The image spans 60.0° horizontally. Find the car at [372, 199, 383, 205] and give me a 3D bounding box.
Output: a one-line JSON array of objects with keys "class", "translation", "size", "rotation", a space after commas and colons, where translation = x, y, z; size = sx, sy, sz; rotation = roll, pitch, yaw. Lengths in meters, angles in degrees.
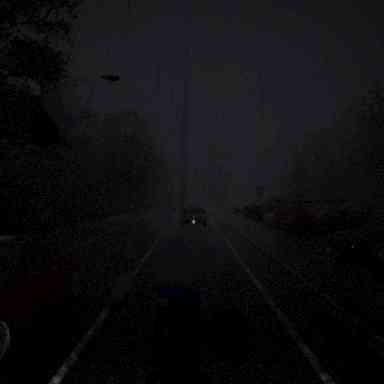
[{"class": "car", "translation": [19.992, 1.690, 30.531], "size": [5.366, 1.575, 1.946], "rotation": [0, -1, 0]}]

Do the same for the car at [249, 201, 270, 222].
[{"class": "car", "translation": [7.120, 1.672, 25.213], "size": [4.792, 1.488, 2.163], "rotation": [0, -1, 0]}]

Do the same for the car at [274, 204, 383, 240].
[{"class": "car", "translation": [7.086, 1.565, 16.885], "size": [5.008, 1.535, 2.097], "rotation": [0, -1, 0]}]

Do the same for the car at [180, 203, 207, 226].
[{"class": "car", "translation": [0.113, 1.753, 24.718], "size": [1.895, 1.301, 4.718], "rotation": [0, -1, 0]}]

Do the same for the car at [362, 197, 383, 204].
[{"class": "car", "translation": [20.208, 1.473, 33.303], "size": [5.566, 2.045, 2.435], "rotation": [0, -1, 0]}]

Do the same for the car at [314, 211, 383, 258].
[{"class": "car", "translation": [7.044, 1.543, 11.334], "size": [4.792, 1.488, 2.163], "rotation": [0, -1, 0]}]

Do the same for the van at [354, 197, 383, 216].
[{"class": "van", "translation": [20.302, 1.542, 36.194], "size": [4.442, 1.987, 1.878], "rotation": [0, -1, 0]}]

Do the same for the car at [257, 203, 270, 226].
[{"class": "car", "translation": [7.090, 1.656, 22.437], "size": [4.674, 1.452, 2.002], "rotation": [0, -1, 0]}]

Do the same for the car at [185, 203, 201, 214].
[{"class": "car", "translation": [0.124, 2.022, 41.861], "size": [1.895, 1.301, 4.718], "rotation": [0, -1, 0]}]

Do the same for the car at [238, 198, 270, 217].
[{"class": "car", "translation": [7.066, 1.416, 27.992], "size": [5.566, 2.045, 2.435], "rotation": [0, -1, 0]}]

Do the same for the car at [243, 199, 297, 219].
[{"class": "car", "translation": [7.129, 1.570, 30.762], "size": [4.553, 1.767, 2.185], "rotation": [0, -1, 0]}]

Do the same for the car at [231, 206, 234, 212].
[{"class": "car", "translation": [7.110, 1.771, 36.309], "size": [4.892, 1.521, 2.231], "rotation": [0, -1, 0]}]

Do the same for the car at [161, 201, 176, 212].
[{"class": "car", "translation": [-3.307, 2.083, 47.391], "size": [1.812, 1.442, 4.674], "rotation": [0, -2, 0]}]

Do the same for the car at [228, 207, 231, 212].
[{"class": "car", "translation": [6.922, 1.817, 39.078], "size": [5.366, 1.575, 1.946], "rotation": [0, -1, 0]}]

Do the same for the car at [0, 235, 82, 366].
[{"class": "car", "translation": [-3.349, 1.539, 5.765], "size": [1.812, 1.442, 4.674], "rotation": [0, 0, 0]}]

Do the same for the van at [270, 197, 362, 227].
[{"class": "van", "translation": [7.201, 1.365, 19.664], "size": [4.442, 1.987, 1.878], "rotation": [0, -1, 0]}]

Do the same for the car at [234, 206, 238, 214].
[{"class": "car", "translation": [7.107, 1.729, 33.538], "size": [5.008, 1.535, 2.097], "rotation": [0, -1, 0]}]

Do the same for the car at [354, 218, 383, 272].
[{"class": "car", "translation": [7.073, 1.528, 8.557], "size": [4.674, 1.452, 2.002], "rotation": [0, -1, 0]}]
